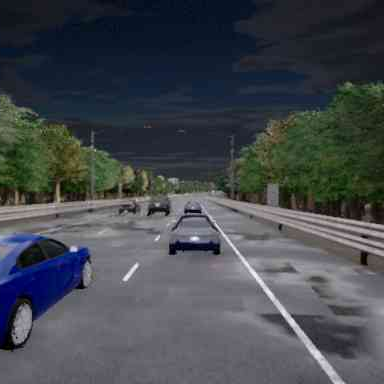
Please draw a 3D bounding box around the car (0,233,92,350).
[{"bbox_3d":[-3.407,1.516,6.288,1.882,1.535,5.008,0,0,0],"label":"car"}]

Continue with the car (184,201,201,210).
[{"bbox_3d":[0.100,1.803,40.105,1.994,1.385,4.181,0,0,0],"label":"car"}]

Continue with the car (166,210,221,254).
[{"bbox_3d":[0.097,1.648,13.886,1.994,1.385,4.181,0,0,0],"label":"car"}]

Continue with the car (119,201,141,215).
[{"bbox_3d":[-6.901,1.728,37.196,1.837,1.490,4.892,0,0,0],"label":"car"}]

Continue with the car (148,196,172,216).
[{"bbox_3d":[-3.400,1.435,35.636,2.150,2.045,5.566,0,0,0],"label":"car"}]
